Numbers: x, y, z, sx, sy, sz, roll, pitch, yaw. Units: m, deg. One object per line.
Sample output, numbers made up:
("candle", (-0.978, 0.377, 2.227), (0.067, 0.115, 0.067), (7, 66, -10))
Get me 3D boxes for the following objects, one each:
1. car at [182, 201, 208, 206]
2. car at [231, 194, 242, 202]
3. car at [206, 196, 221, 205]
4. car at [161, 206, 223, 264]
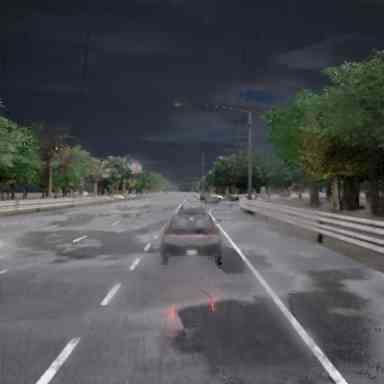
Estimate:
("car", (-0.014, 1.519, 25.096), (1.895, 1.301, 4.718), (0, 0, 0))
("car", (9.692, 1.232, 69.768), (1.882, 1.535, 5.008), (0, 0, 28))
("car", (3.533, 1.310, 54.310), (2.128, 1.511, 4.902), (0, 0, 17))
("car", (-0.007, 1.453, 11.622), (2.128, 1.511, 4.902), (0, 0, 0))
